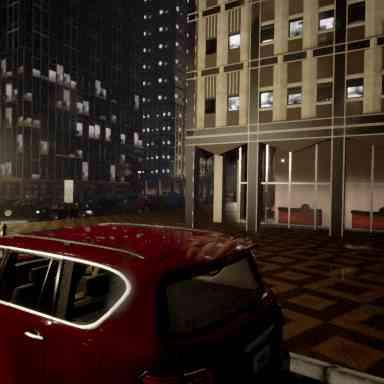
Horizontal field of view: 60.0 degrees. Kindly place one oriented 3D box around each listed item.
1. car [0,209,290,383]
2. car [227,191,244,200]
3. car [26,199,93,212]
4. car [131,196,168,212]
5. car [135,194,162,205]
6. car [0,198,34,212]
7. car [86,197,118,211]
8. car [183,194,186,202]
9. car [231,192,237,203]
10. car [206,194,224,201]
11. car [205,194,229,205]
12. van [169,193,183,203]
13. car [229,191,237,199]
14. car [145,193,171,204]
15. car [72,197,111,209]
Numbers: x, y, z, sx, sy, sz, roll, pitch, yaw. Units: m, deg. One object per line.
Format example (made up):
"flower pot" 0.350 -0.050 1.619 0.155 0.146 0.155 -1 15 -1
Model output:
"car" -1.420 1.314 3.866 5.009 1.841 2.192 0 1 36
"car" 10.523 0.783 79.877 2.192 1.841 5.009 2 1 30
"car" -10.620 1.537 26.958 1.947 1.339 4.313 2 1 30
"car" -4.931 1.487 36.724 1.802 1.307 4.206 2 1 30
"car" -6.561 1.107 50.563 1.967 1.590 4.097 2 1 30
"car" -15.599 1.356 29.923 1.837 1.490 4.892 1 1 30
"car" -10.597 1.357 38.518 1.994 1.385 4.181 1 1 30
"car" -0.867 1.041 60.335 1.967 1.590 4.097 2 1 30
"car" 9.380 1.264 61.283 1.752 1.417 4.829 2 1 30
"car" 4.824 1.079 70.109 1.887 1.381 4.507 2 1 30
"car" 3.606 1.246 51.370 1.967 1.590 4.097 2 1 30
"van" -3.712 0.975 55.447 1.690 1.788 3.998 2 1 30
"car" 10.105 0.871 67.636 2.150 2.045 5.566 1 1 29
"car" -5.490 1.260 47.264 1.812 1.442 4.674 1 1 31
"car" -12.257 1.299 40.793 1.947 1.339 4.313 2 1 30
